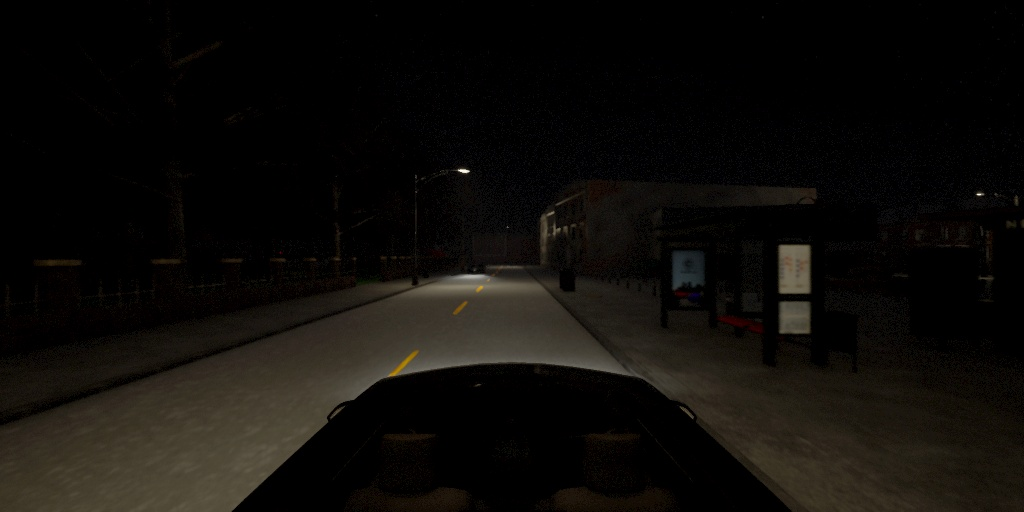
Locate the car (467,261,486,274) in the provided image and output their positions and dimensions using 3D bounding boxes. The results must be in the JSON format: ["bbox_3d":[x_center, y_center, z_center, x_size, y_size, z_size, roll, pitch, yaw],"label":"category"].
[{"bbox_3d":[-4.100,1.311,41.930,2.128,1.511,4.902,0,0,0],"label":"car"}]
